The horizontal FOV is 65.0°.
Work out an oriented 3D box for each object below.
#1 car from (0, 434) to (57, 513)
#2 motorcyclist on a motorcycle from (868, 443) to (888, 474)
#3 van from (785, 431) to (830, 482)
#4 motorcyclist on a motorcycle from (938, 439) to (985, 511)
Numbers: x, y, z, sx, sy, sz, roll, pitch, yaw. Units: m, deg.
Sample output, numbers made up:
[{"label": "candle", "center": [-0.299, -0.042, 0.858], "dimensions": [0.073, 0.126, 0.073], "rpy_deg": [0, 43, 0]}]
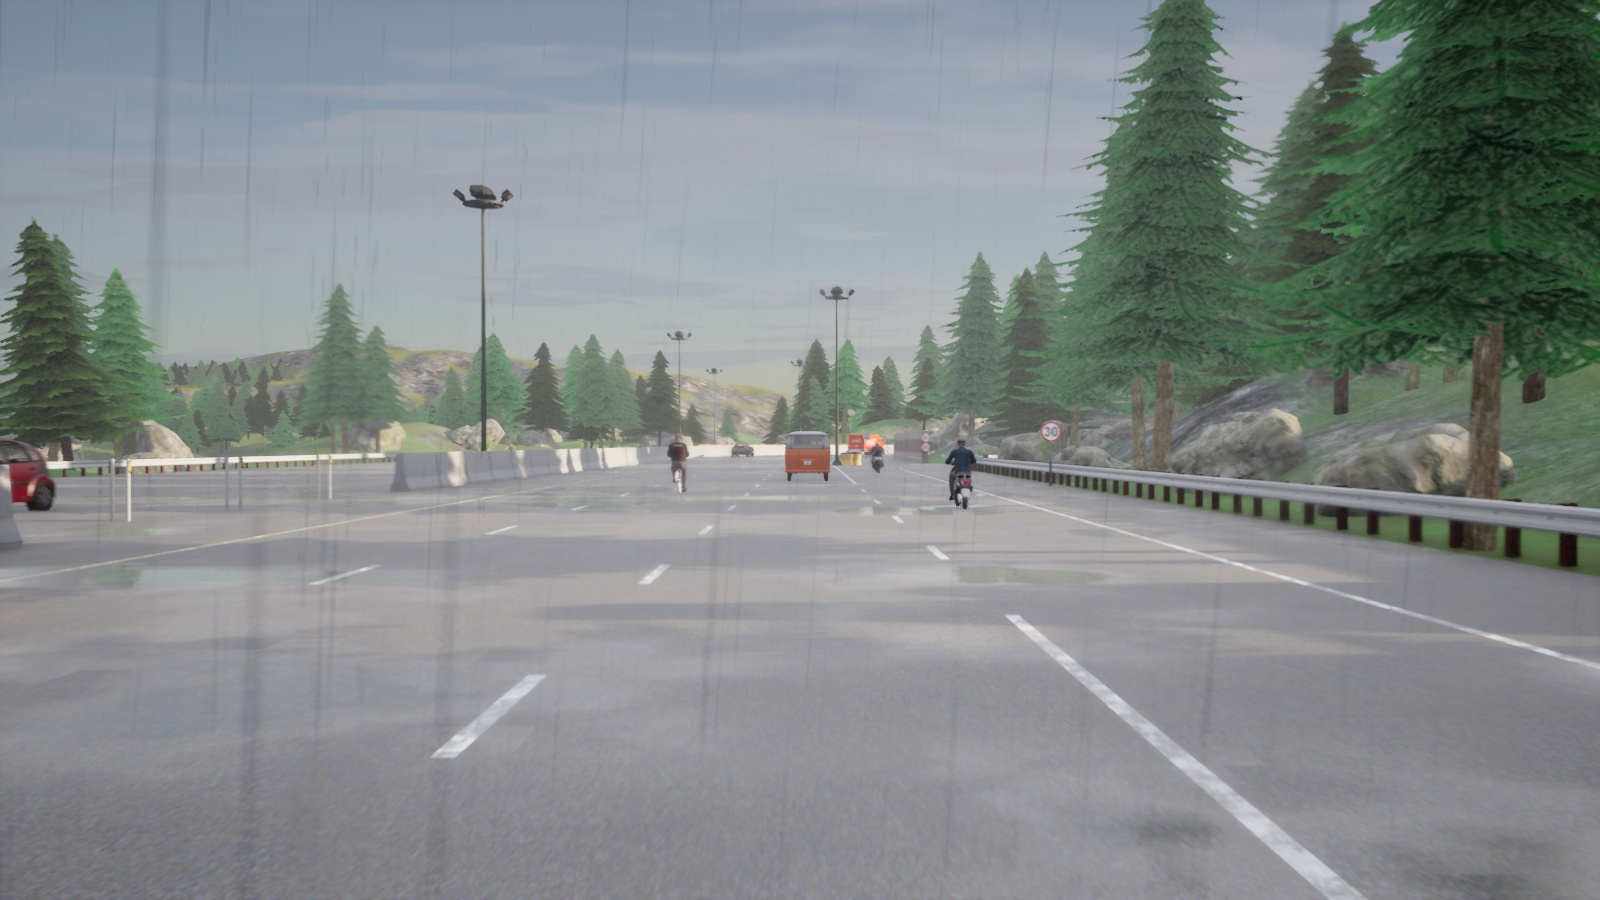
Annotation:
[{"label": "car", "center": [-17.337, 0.485, 25.732], "dimensions": [1.851, 1.617, 3.988], "rpy_deg": [0, 0, 0]}, {"label": "motorcyclist on a motorcycle", "center": [3.878, 0.431, 62.789], "dimensions": [0.866, 1.530, 2.191], "rpy_deg": [0, 0, 0]}, {"label": "van", "center": [0.311, 0.213, 51.327], "dimensions": [1.775, 1.987, 4.442], "rpy_deg": [0, 1, 0]}, {"label": "motorcyclist on a motorcycle", "center": [3.681, 0.540, 28.760], "dimensions": [0.866, 1.590, 1.817], "rpy_deg": [0, 0, 0]}]
